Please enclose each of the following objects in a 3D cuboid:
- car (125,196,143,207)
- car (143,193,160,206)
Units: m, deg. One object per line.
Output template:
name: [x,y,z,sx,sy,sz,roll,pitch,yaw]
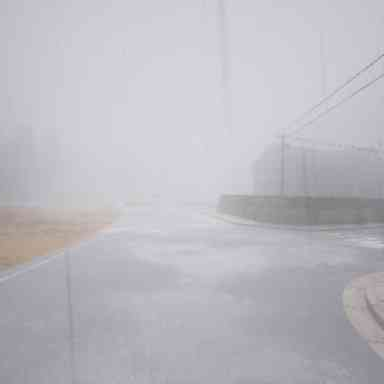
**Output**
car: [-8.707,1.361,48.487,1.882,1.535,5.008,1,-1,-15]
car: [-6.852,1.174,54.991,2.150,2.045,5.566,2,0,-20]
